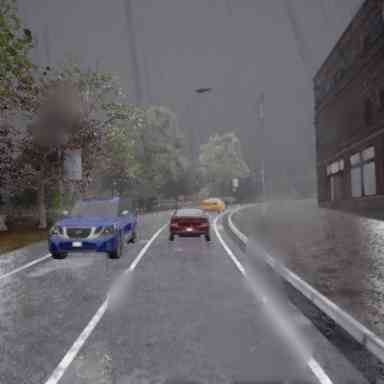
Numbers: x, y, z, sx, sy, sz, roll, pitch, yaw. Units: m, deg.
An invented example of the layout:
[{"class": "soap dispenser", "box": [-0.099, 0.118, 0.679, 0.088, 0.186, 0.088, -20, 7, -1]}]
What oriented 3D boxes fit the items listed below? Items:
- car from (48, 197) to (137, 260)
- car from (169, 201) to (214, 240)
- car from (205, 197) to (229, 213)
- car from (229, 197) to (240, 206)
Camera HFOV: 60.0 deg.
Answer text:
[{"class": "car", "box": [-3.510, 1.227, 12.899, 2.150, 2.045, 5.566, 0, 0, 0]}, {"class": "car", "box": [-0.084, 1.470, 16.959, 1.882, 1.535, 5.008, 0, 0, 1]}, {"class": "car", "box": [2.290, 1.372, 35.231, 1.882, 1.535, 5.008, -2, 0, 14]}, {"class": "car", "box": [5.766, 1.508, 52.227, 1.895, 1.301, 4.718, -3, -1, 31]}]
